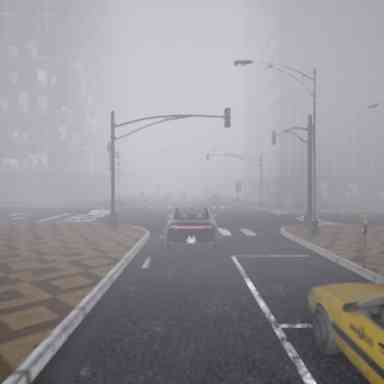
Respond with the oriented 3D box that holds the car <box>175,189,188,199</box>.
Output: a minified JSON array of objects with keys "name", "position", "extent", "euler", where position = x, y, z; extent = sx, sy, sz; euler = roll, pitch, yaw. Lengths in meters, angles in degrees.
[{"name":"car","position":[-1.841,0.598,64.407],"extent":[1.882,1.535,5.008],"euler":[0,1,0]}]

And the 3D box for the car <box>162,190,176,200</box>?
[{"name":"car","position":[-4.337,0.773,59.496],"extent":[1.802,1.307,4.206],"euler":[0,1,-1]}]

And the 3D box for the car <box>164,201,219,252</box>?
[{"name":"car","position":[-0.003,1.310,13.012],"extent":[2.128,1.511,4.902],"euler":[0,1,0]}]

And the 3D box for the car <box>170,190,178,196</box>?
[{"name":"car","position":[-4.605,0.227,87.129],"extent":[1.967,1.590,4.097],"euler":[0,1,-1]}]

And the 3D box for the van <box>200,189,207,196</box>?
[{"name":"van","position":[3.221,0.045,92.730],"extent":[1.690,1.788,3.998],"euler":[0,1,-1]}]

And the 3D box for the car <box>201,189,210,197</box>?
[{"name":"car","position":[3.382,0.265,76.149],"extent":[2.192,1.841,5.009],"euler":[0,1,-1]}]

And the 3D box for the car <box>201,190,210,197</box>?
[{"name":"car","position":[3.329,0.308,81.679],"extent":[1.967,1.590,4.097],"euler":[0,1,-1]}]

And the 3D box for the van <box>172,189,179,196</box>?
[{"name":"van","position":[-4.659,0.046,92.654],"extent":[1.690,1.788,3.998],"euler":[0,1,-1]}]

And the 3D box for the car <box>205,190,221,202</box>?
[{"name":"car","position":[3.646,0.834,54.047],"extent":[1.947,1.339,4.313],"euler":[0,1,-1]}]

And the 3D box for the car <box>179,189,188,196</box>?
[{"name":"car","position":[-1.968,0.036,79.775],"extent":[2.128,1.511,4.902],"euler":[0,1,-1]}]

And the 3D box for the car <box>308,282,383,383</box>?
[{"name":"car","position":[2.553,1.480,3.113],"extent":[1.752,1.417,4.829],"euler":[0,1,0]}]
